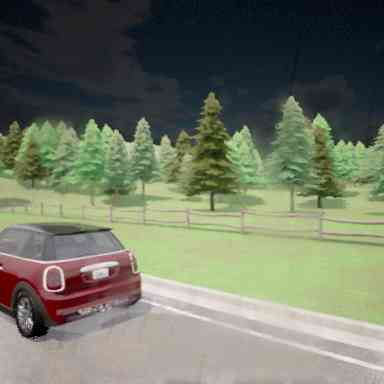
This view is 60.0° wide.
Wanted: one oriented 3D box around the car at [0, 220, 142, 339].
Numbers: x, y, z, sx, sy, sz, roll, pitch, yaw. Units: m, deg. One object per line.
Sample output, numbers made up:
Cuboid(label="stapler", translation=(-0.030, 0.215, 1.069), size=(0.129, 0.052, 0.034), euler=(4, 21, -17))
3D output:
Cuboid(label="car", translation=(-3.153, 1.414, 6.991), size=(4.553, 1.767, 2.097), euler=(-1, -1, 41))
